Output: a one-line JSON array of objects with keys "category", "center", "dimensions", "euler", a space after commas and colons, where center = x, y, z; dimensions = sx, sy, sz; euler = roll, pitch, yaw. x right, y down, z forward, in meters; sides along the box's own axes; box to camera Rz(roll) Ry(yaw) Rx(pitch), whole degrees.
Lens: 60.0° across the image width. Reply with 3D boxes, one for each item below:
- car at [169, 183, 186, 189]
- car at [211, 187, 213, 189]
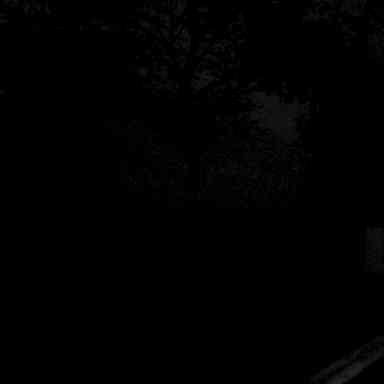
[{"category": "car", "center": [-4.258, -1.582, 95.470], "dimensions": [2.163, 1.488, 4.792], "euler": [4, 0, 19]}, {"category": "car", "center": [6.213, -0.782, 91.858], "dimensions": [2.231, 1.521, 4.892], "euler": [5, 1, 19]}]
